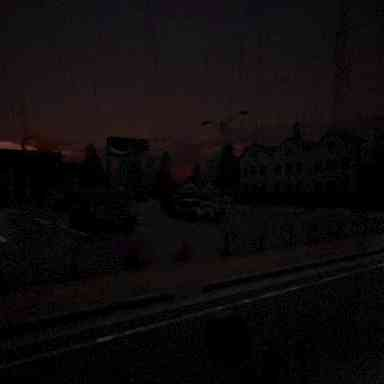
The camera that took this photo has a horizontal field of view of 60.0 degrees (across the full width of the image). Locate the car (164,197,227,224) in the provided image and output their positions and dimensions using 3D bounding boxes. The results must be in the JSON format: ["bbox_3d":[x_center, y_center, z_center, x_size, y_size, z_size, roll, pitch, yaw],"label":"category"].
[{"bbox_3d":[0.147,1.220,21.781,1.970,1.475,3.806,0,0,-36],"label":"car"}]

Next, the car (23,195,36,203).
[{"bbox_3d":[-33.653,1.467,70.055,4.611,1.667,2.242,0,0,-36],"label":"car"}]

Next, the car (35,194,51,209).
[{"bbox_3d":[-17.396,1.356,40.635,1.970,1.475,3.806,0,0,-36],"label":"car"}]

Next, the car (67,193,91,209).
[{"bbox_3d":[-14.336,1.065,42.070,1.905,1.878,3.866,0,0,-36],"label":"car"}]

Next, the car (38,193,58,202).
[{"bbox_3d":[-33.415,1.291,77.183,3.866,1.878,1.905,0,0,-36],"label":"car"}]

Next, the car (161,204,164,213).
[{"bbox_3d":[-0.970,1.278,29.646,2.007,1.523,4.514,0,0,-36],"label":"car"}]

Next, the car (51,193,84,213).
[{"bbox_3d":[-12.437,1.093,33.757,1.932,1.855,4.605,0,0,-36],"label":"car"}]

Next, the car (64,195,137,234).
[{"bbox_3d":[-4.887,1.155,17.787,2.152,1.636,5.027,0,0,-36],"label":"car"}]

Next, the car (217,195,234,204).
[{"bbox_3d":[4.874,1.274,54.097,1.812,1.442,4.674,0,0,-35],"label":"car"}]

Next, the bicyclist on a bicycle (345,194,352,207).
[{"bbox_3d":[19.157,1.041,40.691,1.656,1.620,0.582,-1,0,-35],"label":"bicyclist on a bicycle"}]
